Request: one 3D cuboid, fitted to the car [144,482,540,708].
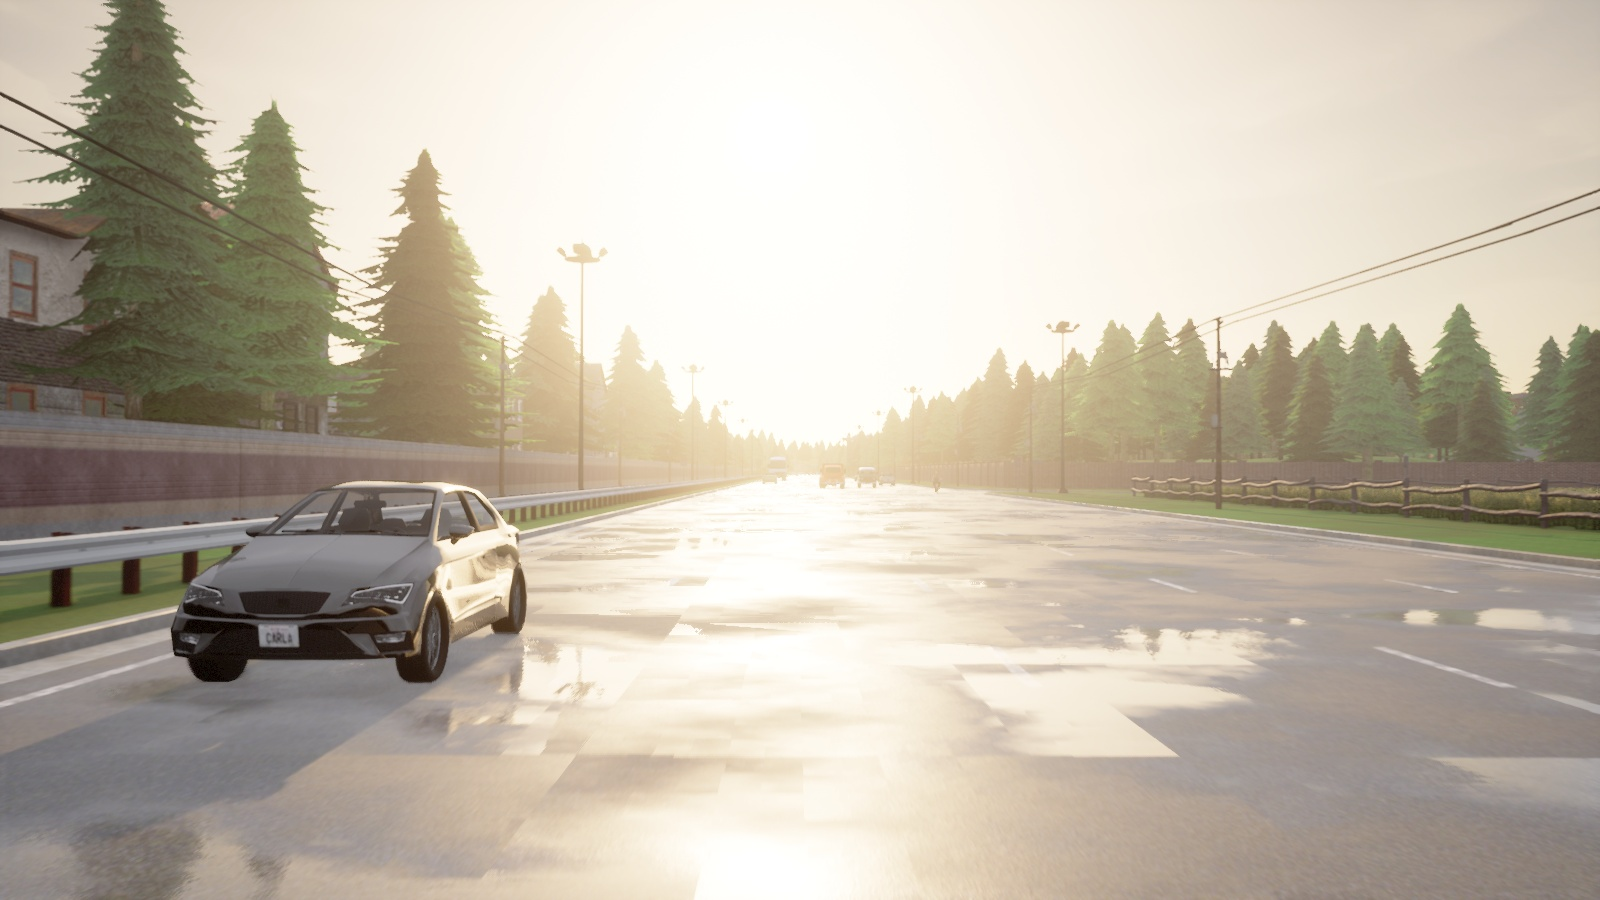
[{"bbox_3d":[-3.526,1.033,10.579,1.816,1.474,4.193,0,-1,0],"label":"car"}]
